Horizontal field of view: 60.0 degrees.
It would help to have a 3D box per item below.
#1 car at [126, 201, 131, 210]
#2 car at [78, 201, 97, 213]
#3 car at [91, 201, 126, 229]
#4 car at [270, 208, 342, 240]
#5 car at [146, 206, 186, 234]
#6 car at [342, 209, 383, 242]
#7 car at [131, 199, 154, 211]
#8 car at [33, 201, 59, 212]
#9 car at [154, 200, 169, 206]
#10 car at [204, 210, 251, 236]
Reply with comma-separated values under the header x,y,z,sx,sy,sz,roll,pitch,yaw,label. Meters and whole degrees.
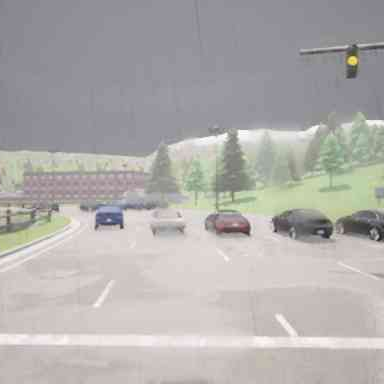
x,y,z,sx,sy,sz,roll,pitch,yaw,label
-11.100,2.012,47.003,4.181,1.385,1.994,-1,-1,44,car
-13.429,1.939,44.382,1.837,1.490,4.892,0,0,-45,car
-5.955,1.708,24.064,1.882,1.535,5.008,0,0,-13,car
5.798,1.648,18.128,1.837,1.490,4.892,0,0,-7,car
-1.649,1.788,20.658,1.895,1.301,4.718,0,0,-10,car
9.420,1.630,17.308,1.837,1.490,4.892,0,0,-7,car
-8.288,1.809,49.218,2.097,1.767,4.553,0,-1,-45,car
-20.072,1.968,45.526,4.892,1.490,1.837,0,-1,38,car
-5.556,1.974,51.436,4.892,1.490,1.837,-1,-1,45,car
1.989,1.733,19.815,1.994,1.385,4.181,0,0,-9,car
